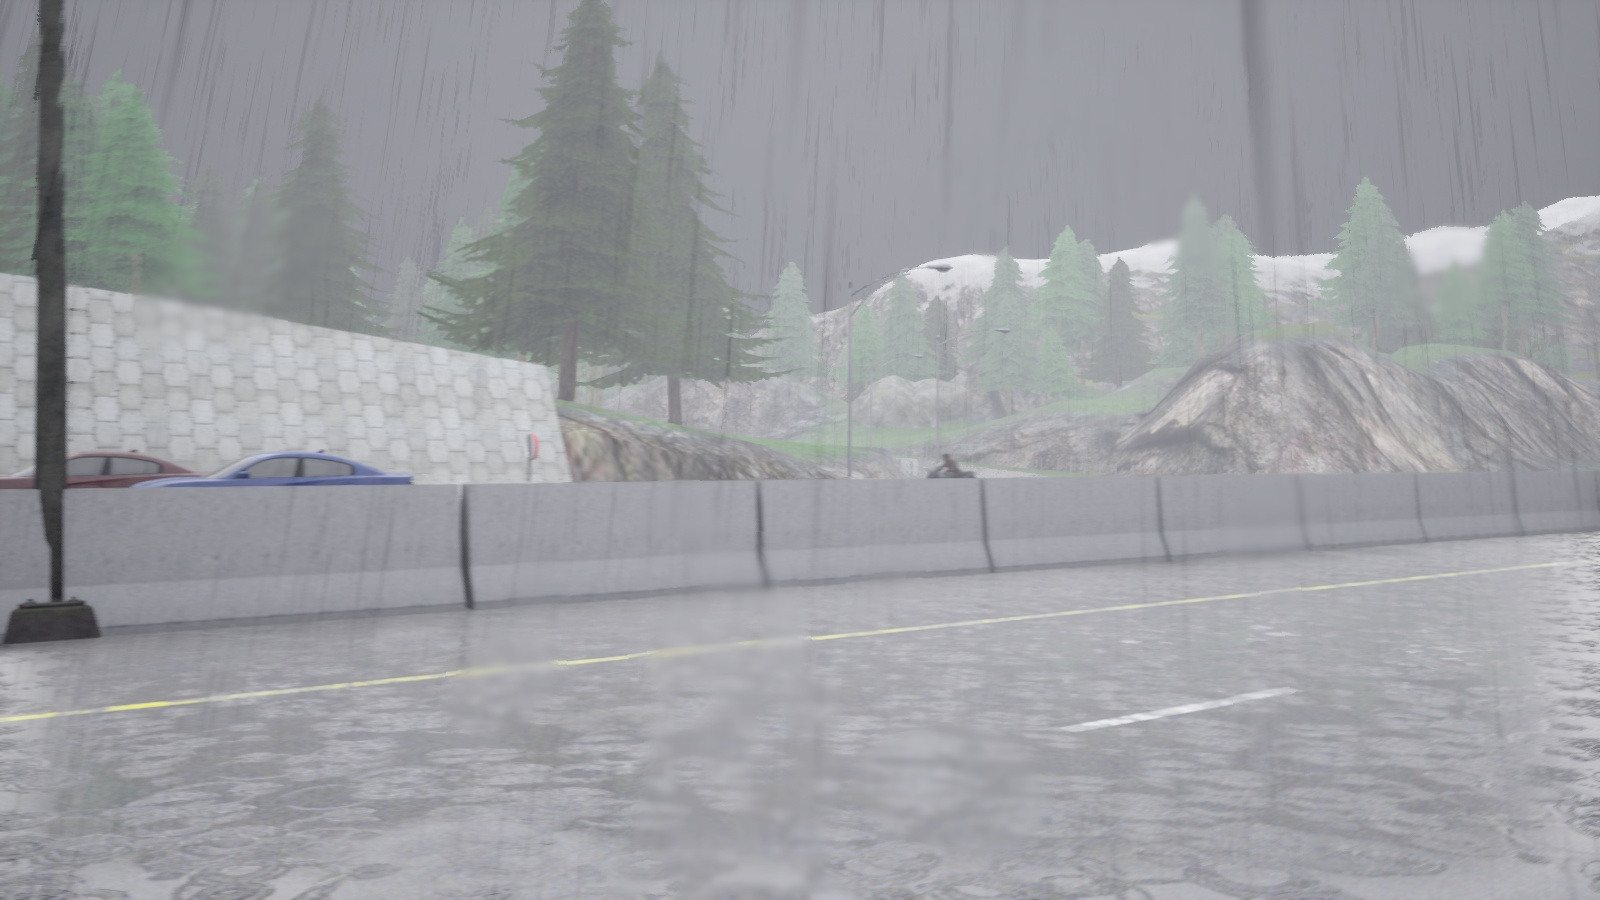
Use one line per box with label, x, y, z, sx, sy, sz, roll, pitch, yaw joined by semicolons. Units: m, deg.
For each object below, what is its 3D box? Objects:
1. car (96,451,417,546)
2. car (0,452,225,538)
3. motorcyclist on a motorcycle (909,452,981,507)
car;-9.659;0.803;22.522;5.008;1.535;1.882;0;0;-35
car;-13.828;0.813;23.884;5.008;1.535;1.882;0;0;-35
motorcyclist on a motorcycle;4.220;0.833;36.445;2.044;1.523;0.797;-1;0;-35
